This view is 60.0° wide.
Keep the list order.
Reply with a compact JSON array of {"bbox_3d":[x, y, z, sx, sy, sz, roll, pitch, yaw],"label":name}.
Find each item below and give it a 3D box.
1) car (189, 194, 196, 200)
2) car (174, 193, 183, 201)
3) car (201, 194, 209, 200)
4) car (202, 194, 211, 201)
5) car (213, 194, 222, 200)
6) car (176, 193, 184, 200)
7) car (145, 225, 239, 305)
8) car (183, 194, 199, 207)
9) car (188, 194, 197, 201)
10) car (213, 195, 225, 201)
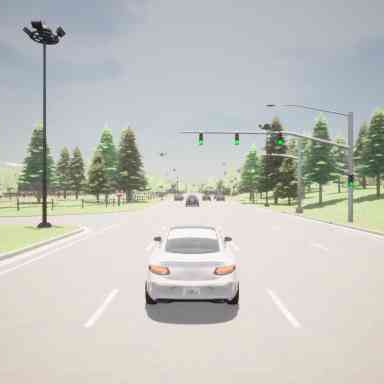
[{"bbox_3d":[0.112,1.332,92.911,1.837,1.490,4.892,0,0,0],"label":"car"},{"bbox_3d":[-3.400,1.544,82.879,1.994,1.385,4.181,0,0,0],"label":"car"},{"bbox_3d":[3.612,1.372,92.907,2.033,1.411,5.357,0,0,0],"label":"car"},{"bbox_3d":[3.600,1.348,82.874,2.097,1.767,4.553,0,0,0],"label":"car"},{"bbox_3d":[7.112,1.385,92.903,1.994,1.385,4.181,0,0,0],"label":"car"},{"bbox_3d":[-3.388,1.188,92.885,2.097,1.767,4.553,0,0,0],"label":"car"},{"bbox_3d":[0.016,1.526,7.975,1.812,1.442,4.674,0,0,0],"label":"car"},{"bbox_3d":[0.062,1.352,51.848,2.097,1.767,4.553,0,0,0],"label":"car"},{"bbox_3d":[0.100,1.348,82.878,2.097,1.767,4.553,0,0,0],"label":"car"},{"bbox_3d":[7.099,1.517,82.483,2.128,1.511,4.902,0,0,0],"label":"car"}]
